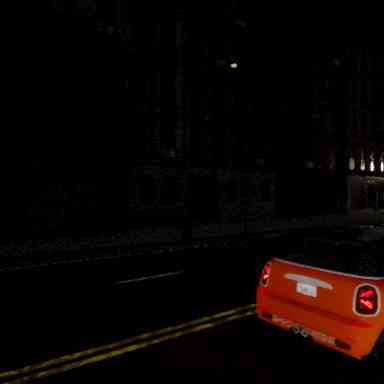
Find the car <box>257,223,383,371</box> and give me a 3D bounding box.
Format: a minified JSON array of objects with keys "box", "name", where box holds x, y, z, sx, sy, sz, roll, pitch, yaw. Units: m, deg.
[{"box":[3.299,1.352,5.790,4.553,1.767,2.097,0,0,-35],"name":"car"}]
